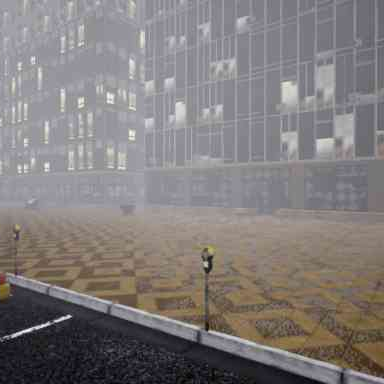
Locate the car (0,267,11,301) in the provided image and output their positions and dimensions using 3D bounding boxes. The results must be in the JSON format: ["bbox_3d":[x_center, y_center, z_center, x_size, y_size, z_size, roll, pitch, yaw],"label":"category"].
[{"bbox_3d":[-5.589,1.526,6.827,4.829,1.417,1.752,0,0,35],"label":"car"}]
